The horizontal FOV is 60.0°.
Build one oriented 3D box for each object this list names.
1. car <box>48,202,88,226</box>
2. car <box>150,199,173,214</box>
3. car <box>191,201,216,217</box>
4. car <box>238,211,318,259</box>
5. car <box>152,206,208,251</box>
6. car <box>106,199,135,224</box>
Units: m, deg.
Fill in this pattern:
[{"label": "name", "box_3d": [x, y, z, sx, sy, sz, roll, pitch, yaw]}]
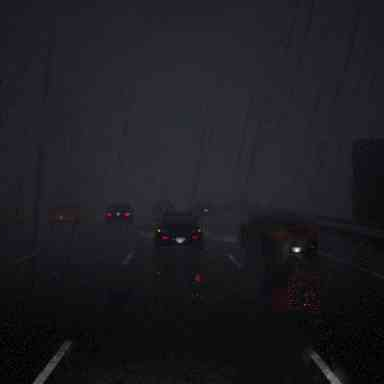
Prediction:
[{"label": "car", "box_3d": [-8.686, 1.462, 23.711, 1.882, 1.535, 5.008, 0, 0, -7]}, {"label": "car", "box_3d": [-2.920, 1.450, 32.014, 1.882, 1.535, 5.008, 0, 0, -10]}, {"label": "car", "box_3d": [0.891, 1.535, 30.494, 1.994, 1.385, 4.181, 0, 0, -9]}, {"label": "car", "box_3d": [3.018, 1.491, 12.507, 1.837, 1.490, 4.892, 0, 0, -4]}, {"label": "car", "box_3d": [-0.597, 1.513, 14.007, 1.812, 1.442, 4.674, 0, 0, -4]}, {"label": "car", "box_3d": [-5.257, 1.528, 24.643, 2.033, 1.411, 5.357, 0, 0, -8]}]
